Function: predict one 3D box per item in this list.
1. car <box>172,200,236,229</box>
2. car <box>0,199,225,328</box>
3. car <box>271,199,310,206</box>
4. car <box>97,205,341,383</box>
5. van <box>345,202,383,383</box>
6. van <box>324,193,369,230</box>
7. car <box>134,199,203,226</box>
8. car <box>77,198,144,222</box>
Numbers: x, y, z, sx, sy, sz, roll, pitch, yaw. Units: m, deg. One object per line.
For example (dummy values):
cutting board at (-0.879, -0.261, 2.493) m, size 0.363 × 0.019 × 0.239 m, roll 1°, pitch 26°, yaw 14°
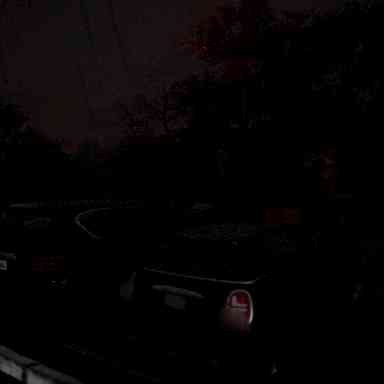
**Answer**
car at (0.897, 1.326, 21.262) m, size 2.002 × 1.452 × 4.674 m, roll 0°, pitch 0°, yaw 33°
car at (-1.390, 1.158, 7.236) m, size 2.435 × 2.045 × 5.566 m, roll 0°, pitch 1°, yaw 33°
car at (5.573, 1.147, 18.239) m, size 2.185 × 1.767 × 4.553 m, roll 0°, pitch 1°, yaw 32°
car at (0.941, 1.281, 5.682) m, size 2.185 × 1.767 × 4.553 m, roll 0°, pitch 1°, yaw 32°
van at (3.260, 1.181, 4.104) m, size 1.878 × 1.987 × 4.442 m, roll 0°, pitch 1°, yaw 32°
van at (7.996, 1.042, 16.868) m, size 1.878 × 1.987 × 4.442 m, roll 0°, pitch 1°, yaw 33°
car at (-1.452, 1.296, 22.763) m, size 2.097 × 1.535 × 5.008 m, roll 0°, pitch 0°, yaw 33°
car at (-6.151, 1.330, 25.750) m, size 2.097 × 1.535 × 5.008 m, roll -1°, pitch 0°, yaw 33°
